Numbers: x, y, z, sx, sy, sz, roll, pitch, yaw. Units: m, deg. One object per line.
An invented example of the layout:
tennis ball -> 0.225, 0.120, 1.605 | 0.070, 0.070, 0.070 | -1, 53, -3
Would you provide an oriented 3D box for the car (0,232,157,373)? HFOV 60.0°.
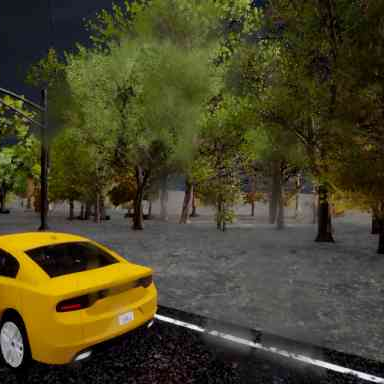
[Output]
car -> -2.864, 1.444, 5.726 | 5.008, 1.535, 1.882 | 1, 0, 35
